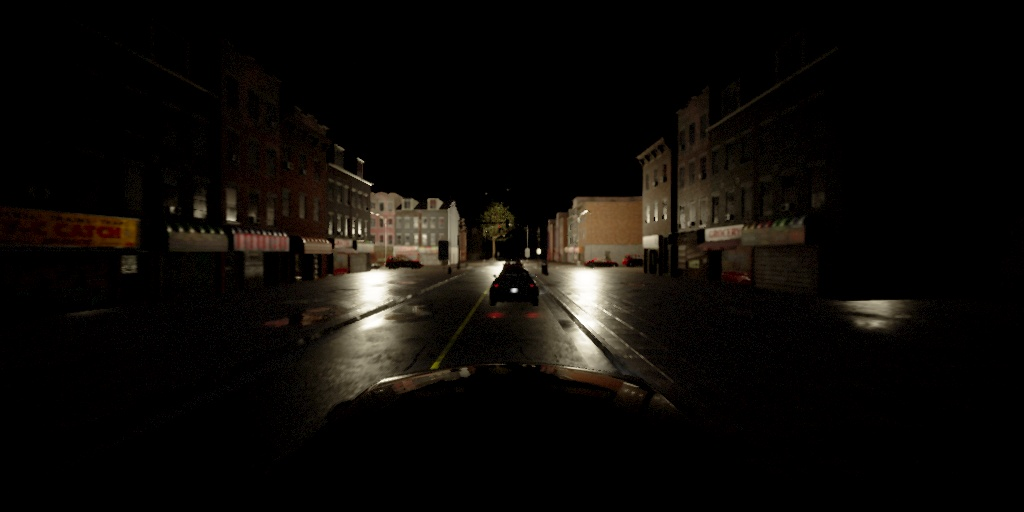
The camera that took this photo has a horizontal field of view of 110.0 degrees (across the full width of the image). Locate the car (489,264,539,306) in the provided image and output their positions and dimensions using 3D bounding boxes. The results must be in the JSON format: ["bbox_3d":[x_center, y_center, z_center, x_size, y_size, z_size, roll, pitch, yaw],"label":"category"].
[{"bbox_3d":[0.095,1.239,15.366,1.994,1.385,4.181,0,0,0],"label":"car"}]

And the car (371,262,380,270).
[{"bbox_3d":[-19.885,1.234,48.176,4.313,1.339,1.948,0,0,0],"label":"car"}]

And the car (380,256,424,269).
[{"bbox_3d":[-14.458,0.941,48.185,5.009,1.841,2.192,0,0,0],"label":"car"}]

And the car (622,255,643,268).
[{"bbox_3d":[17.384,0.710,48.240,5.009,1.841,2.192,0,0,0],"label":"car"}]

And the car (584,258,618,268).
[{"bbox_3d":[11.950,0.979,48.230,4.507,1.381,1.888,0,0,0],"label":"car"}]

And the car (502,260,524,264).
[{"bbox_3d":[0.102,1.069,33.180,1.882,1.535,5.008,0,0,0],"label":"car"}]
